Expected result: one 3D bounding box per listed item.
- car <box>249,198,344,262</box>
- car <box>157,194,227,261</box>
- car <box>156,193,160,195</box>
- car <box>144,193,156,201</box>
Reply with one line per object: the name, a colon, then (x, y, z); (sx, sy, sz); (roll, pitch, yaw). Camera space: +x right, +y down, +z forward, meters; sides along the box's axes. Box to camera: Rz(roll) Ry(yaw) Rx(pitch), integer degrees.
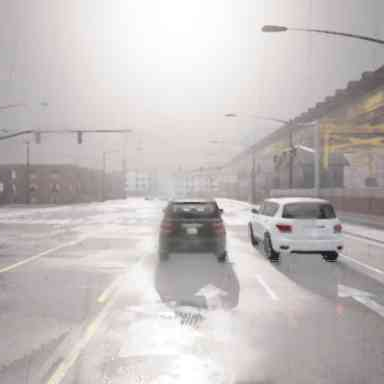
car: (3.536, 1.215, 12.291); (2.150, 2.045, 5.566); (0, 0, 1)
car: (0.037, 1.215, 12.357); (2.150, 2.045, 5.566); (0, 0, 1)
car: (-6.972, 1.485, 80.790); (2.033, 1.411, 5.357); (0, 0, 0)
car: (-10.472, 1.469, 80.670); (1.812, 1.442, 4.674); (0, 0, 0)
